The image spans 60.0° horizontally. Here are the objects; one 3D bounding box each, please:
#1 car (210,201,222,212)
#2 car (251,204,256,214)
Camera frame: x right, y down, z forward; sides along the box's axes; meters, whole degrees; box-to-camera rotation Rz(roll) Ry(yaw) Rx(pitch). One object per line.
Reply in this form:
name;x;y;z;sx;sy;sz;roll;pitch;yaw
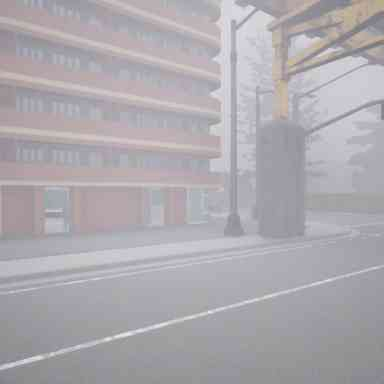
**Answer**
car;1.373;1.526;37.725;1.812;1.442;4.674;0;0;-35
car;7.367;1.478;29.208;1.882;1.535;5.008;0;0;-35
